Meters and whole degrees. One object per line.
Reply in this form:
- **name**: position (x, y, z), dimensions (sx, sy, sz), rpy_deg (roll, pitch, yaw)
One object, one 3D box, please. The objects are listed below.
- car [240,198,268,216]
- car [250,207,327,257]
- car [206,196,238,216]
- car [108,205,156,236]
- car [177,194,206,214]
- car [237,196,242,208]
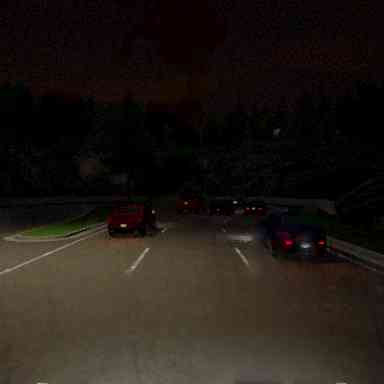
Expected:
- **car**: position (6.288, 1.547, 32.211), dimensions (2.033, 1.411, 5.357), rpy_deg (0, 0, 17)
- **car**: position (3.633, 1.526, 12.832), dimensions (1.812, 1.442, 4.674), rpy_deg (0, 0, 1)
- **car**: position (3.103, 1.478, 33.292), dimensions (1.882, 1.535, 5.008), rpy_deg (0, 0, 16)
- **car**: position (-3.201, 1.478, 18.536), dimensions (1.882, 1.535, 5.008), rpy_deg (0, 0, 2)
- **car**: position (0.159, 1.219, 35.938), dimensions (2.150, 2.045, 5.566), rpy_deg (0, 0, 17)
- **car**: position (5.832, 1.352, 43.354), dimensions (2.097, 1.767, 4.553), rpy_deg (0, 0, 14)
